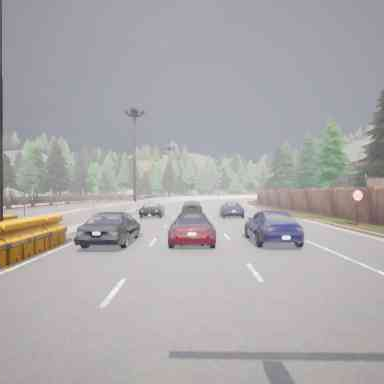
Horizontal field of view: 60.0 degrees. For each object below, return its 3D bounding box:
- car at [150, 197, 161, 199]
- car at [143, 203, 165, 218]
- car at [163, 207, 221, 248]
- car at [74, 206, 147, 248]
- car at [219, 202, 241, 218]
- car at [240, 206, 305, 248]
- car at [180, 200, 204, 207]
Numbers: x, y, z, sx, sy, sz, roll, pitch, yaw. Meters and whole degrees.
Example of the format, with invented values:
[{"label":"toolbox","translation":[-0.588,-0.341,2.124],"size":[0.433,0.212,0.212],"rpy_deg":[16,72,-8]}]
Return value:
[{"label":"car","translation":[-7.467,1.451,75.534],"size":[1.882,1.535,5.008],"rpy_deg":[0,0,12]},{"label":"car","translation":[-3.500,1.614,29.680],"size":[1.895,1.301,4.718],"rpy_deg":[0,0,0]},{"label":"car","translation":[0.000,1.570,14.650],"size":[1.994,1.385,4.181],"rpy_deg":[0,0,0]},{"label":"car","translation":[-3.500,1.560,14.650],"size":[2.033,1.411,5.357],"rpy_deg":[0,0,0]},{"label":"car","translation":[3.500,1.570,29.650],"size":[1.994,1.385,4.181],"rpy_deg":[0,0,0]},{"label":"car","translation":[3.500,1.530,14.650],"size":[1.812,1.442,4.674],"rpy_deg":[0,0,0]},{"label":"car","translation":[0.000,1.514,29.650],"size":[1.837,1.490,4.892],"rpy_deg":[0,0,0]}]
